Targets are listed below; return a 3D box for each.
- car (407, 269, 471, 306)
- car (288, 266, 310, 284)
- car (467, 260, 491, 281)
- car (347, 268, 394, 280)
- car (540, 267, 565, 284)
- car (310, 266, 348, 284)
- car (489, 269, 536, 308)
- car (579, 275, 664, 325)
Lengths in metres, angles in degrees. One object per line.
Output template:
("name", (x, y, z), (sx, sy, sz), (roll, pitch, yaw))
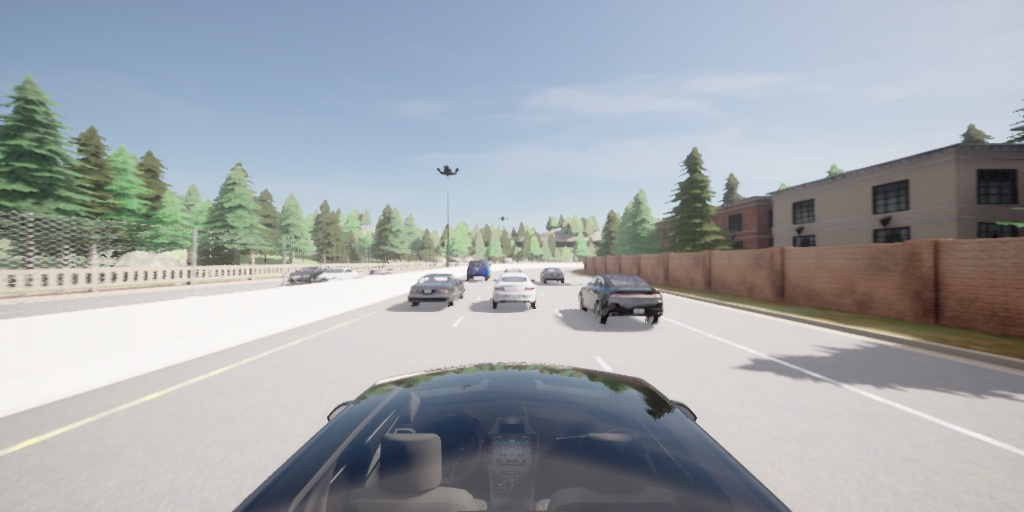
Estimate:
("car", (-3.396, 1.508, 16.950), (2.033, 1.411, 5.357), (0, -1, 0))
("car", (-17.586, 1.655, 31.631), (2.128, 1.511, 4.902), (0, -1, 0))
("car", (-3.391, 1.460, 37.114), (2.150, 2.045, 5.566), (0, -1, 0))
("car", (-10.592, 1.712, 27.878), (1.895, 1.301, 4.718), (0, -1, 0))
("car", (3.609, 1.724, 32.632), (2.033, 1.411, 5.357), (0, -1, 0))
("car", (-14.087, 1.656, 29.260), (1.812, 1.442, 4.674), (0, -1, 0))
("car", (0.091, 1.478, 16.380), (1.812, 1.442, 4.674), (0, -1, 0))
("car", (3.604, 1.392, 12.605), (2.128, 1.511, 4.902), (0, -1, 0))
